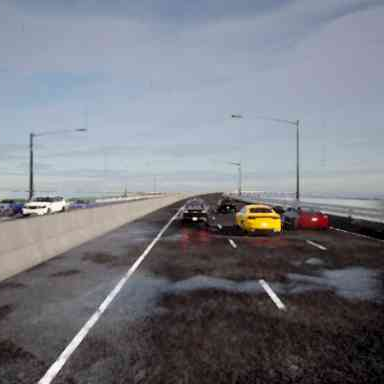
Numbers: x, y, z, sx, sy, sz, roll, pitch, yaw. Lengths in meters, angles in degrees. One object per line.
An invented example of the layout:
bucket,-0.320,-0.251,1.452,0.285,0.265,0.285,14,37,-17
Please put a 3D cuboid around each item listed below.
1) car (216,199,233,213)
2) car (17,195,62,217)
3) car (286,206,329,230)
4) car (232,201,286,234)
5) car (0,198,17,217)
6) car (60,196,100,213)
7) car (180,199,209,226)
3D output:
car,3.859,1.501,37.797,1.882,1.535,5.008,0,0,1
car,-13.825,1.321,31.557,2.150,2.045,5.566,0,0,1
car,7.186,1.581,21.472,1.994,1.385,4.181,0,0,0
car,3.670,1.493,19.189,1.882,1.535,5.008,0,0,0
car,-17.324,1.376,31.657,2.097,1.767,4.553,0,0,1
car,-10.325,1.385,31.577,2.097,1.767,4.553,0,0,1
car,0.204,1.509,23.700,2.128,1.511,4.902,0,0,0
